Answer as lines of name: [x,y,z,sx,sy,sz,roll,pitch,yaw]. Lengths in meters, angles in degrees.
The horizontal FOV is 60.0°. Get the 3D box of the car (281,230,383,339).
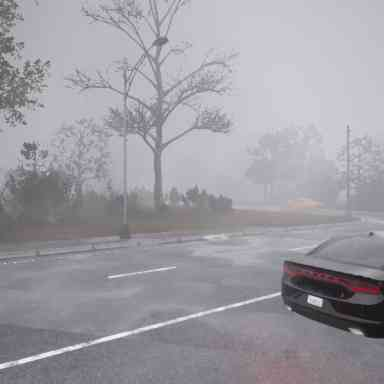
car: [3.873,1.478,6.391,5.008,1.535,1.882,0,0,-35]

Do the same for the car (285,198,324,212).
car: [13.456,1.486,39.910,1.882,1.535,5.008,0,0,-29]
